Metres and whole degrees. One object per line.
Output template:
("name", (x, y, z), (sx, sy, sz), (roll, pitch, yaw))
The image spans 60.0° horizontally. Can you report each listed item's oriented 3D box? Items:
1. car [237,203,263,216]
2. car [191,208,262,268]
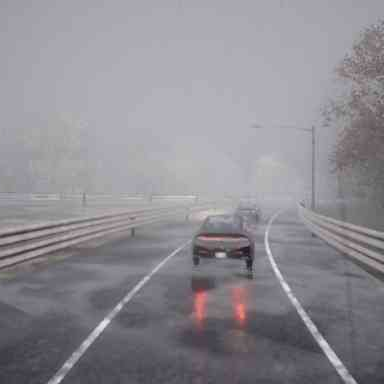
("car", (4.445, 1.619, 26.128), (2.128, 1.511, 4.902), (0, 0, 16))
("car", (1.173, 1.534, 11.521), (2.128, 1.511, 4.902), (0, 0, 9))
